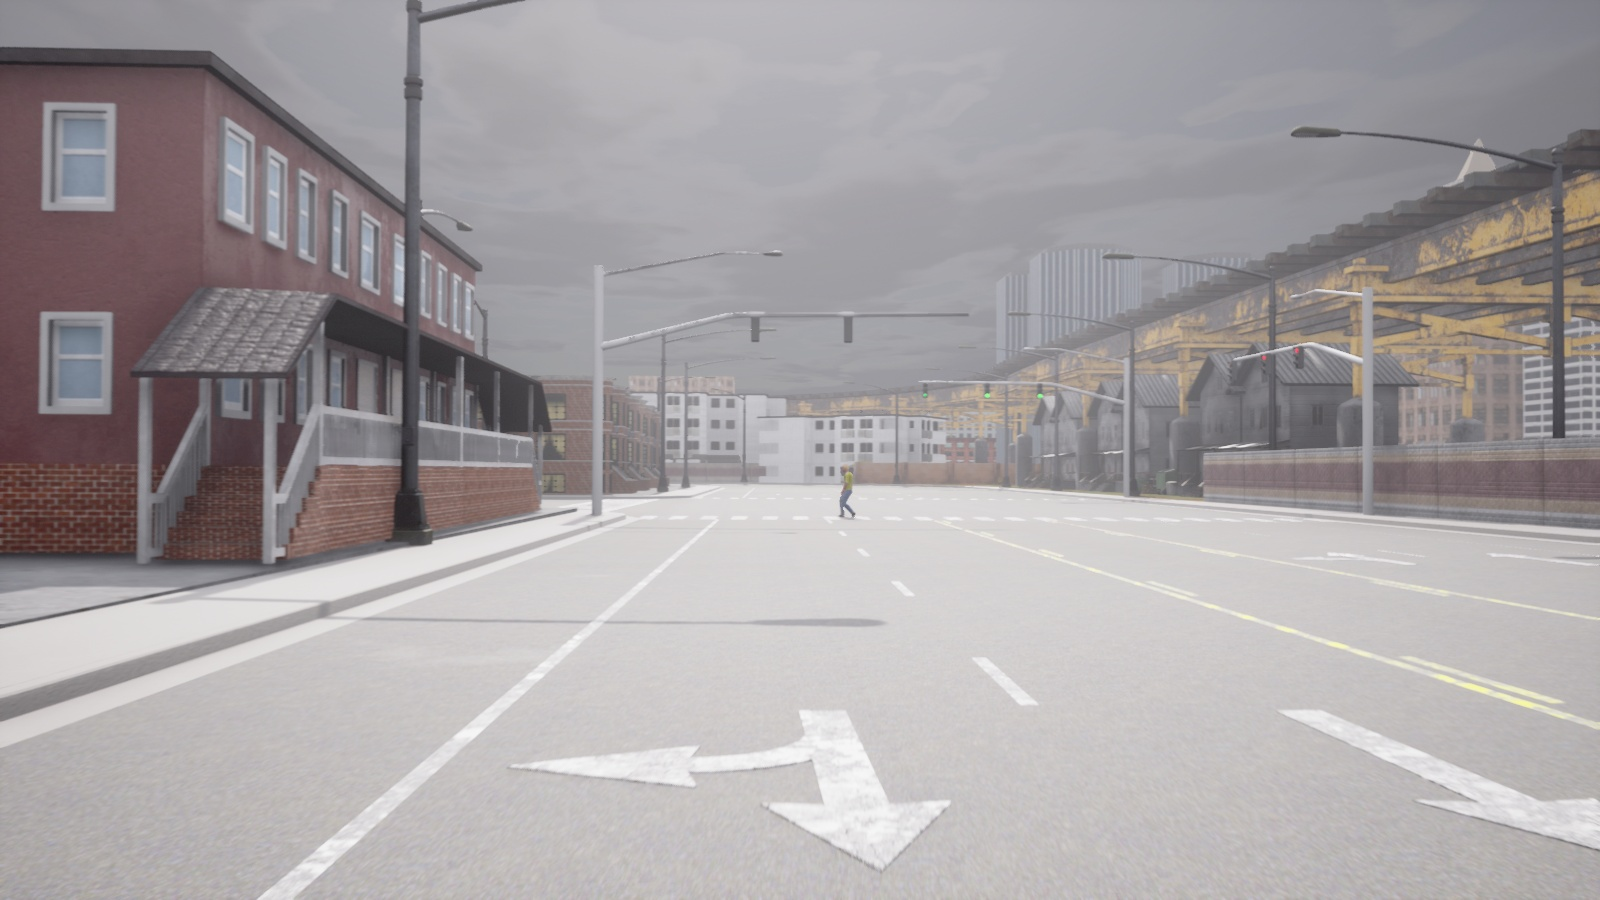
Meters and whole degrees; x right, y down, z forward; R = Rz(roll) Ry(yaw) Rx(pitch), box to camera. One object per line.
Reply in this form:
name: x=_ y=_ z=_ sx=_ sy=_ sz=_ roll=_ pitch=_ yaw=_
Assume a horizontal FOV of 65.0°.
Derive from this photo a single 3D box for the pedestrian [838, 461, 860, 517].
pedestrian: x=1.620 y=1.291 z=41.649 sx=0.706 sy=1.836 sz=0.354 roll=0 pitch=-1 yaw=7
